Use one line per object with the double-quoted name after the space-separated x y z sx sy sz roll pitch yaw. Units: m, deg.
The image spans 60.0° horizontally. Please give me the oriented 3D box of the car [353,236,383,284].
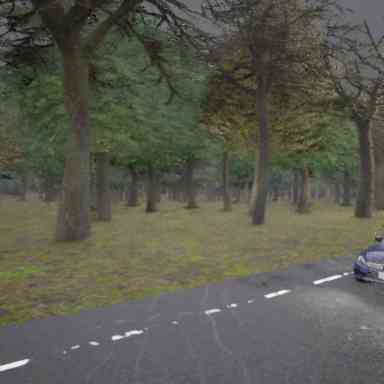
6.047 1.591 8.686 4.674 1.442 1.812 0 0 -38 "car"
